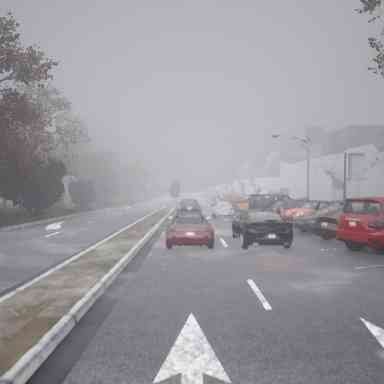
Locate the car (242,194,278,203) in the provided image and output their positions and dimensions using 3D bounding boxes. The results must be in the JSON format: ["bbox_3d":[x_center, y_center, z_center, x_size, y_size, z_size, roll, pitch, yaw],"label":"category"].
[{"bbox_3d":[7.847,1.246,30.384,5.566,2.045,2.435,1,-1,-21],"label":"car"}]

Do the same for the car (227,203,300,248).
[{"bbox_3d":[2.904,1.475,14.659,1.882,1.535,5.008,0,0,-1],"label":"car"}]

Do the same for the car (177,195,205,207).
[{"bbox_3d":[-0.243,1.378,29.608,2.097,1.767,4.553,0,0,-1],"label":"car"}]

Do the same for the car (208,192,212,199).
[{"bbox_3d":[7.358,1.419,75.374,5.566,2.045,2.435,1,1,-21],"label":"car"}]

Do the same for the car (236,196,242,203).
[{"bbox_3d":[7.934,1.523,36.435,5.366,1.575,1.946,1,-1,-21],"label":"car"}]

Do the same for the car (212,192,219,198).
[{"bbox_3d":[7.497,1.436,66.394,5.566,2.045,2.435,1,0,-21],"label":"car"}]

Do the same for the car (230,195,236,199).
[{"bbox_3d":[7.559,1.533,39.298,5.366,1.575,1.946,1,0,-21],"label":"car"}]

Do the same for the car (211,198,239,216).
[{"bbox_3d":[2.757,1.544,29.667,1.812,1.442,4.674,0,0,-1],"label":"car"}]

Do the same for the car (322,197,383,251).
[{"bbox_3d":[8.024,1.226,12.374,5.566,2.045,2.435,1,0,-21],"label":"car"}]

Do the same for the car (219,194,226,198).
[{"bbox_3d":[7.588,1.536,57.382,4.553,1.767,2.185,1,0,-21],"label":"car"}]

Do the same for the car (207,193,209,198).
[{"bbox_3d":[7.237,1.613,87.391,4.792,1.488,2.163,1,1,-21],"label":"car"}]

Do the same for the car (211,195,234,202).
[{"bbox_3d":[7.492,1.631,81.469,5.366,1.575,1.946,1,0,-21],"label":"car"}]

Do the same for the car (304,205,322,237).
[{"bbox_3d":[7.992,1.505,15.377,4.792,1.488,2.163,1,0,-21],"label":"car"}]

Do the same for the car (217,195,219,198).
[{"bbox_3d":[7.530,1.718,60.370,4.674,1.452,2.002,1,0,-21],"label":"car"}]

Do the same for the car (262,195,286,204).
[{"bbox_3d":[7.850,1.355,24.356,4.553,1.767,2.185,1,0,-21],"label":"car"}]

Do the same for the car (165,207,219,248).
[{"bbox_3d":[-0.096,1.563,14.630,1.994,1.385,4.181,0,0,-1],"label":"car"}]

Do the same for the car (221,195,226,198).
[{"bbox_3d":[7.608,1.624,51.370,5.008,1.535,2.097,1,-1,-21],"label":"car"}]

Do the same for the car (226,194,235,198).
[{"bbox_3d":[7.682,1.307,42.352,5.566,2.045,2.435,1,0,-21],"label":"car"}]

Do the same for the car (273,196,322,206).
[{"bbox_3d":[7.942,1.353,21.371,4.553,1.767,2.185,1,0,-21],"label":"car"}]

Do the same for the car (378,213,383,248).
[{"bbox_3d":[8.194,1.477,9.425,5.366,1.575,1.946,1,0,-21],"label":"car"}]

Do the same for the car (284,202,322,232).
[{"bbox_3d":[7.945,1.477,18.361,4.892,1.521,2.231,1,0,-21],"label":"car"}]

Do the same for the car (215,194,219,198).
[{"bbox_3d":[7.523,1.712,63.395,4.792,1.488,2.163,1,0,-21],"label":"car"}]
